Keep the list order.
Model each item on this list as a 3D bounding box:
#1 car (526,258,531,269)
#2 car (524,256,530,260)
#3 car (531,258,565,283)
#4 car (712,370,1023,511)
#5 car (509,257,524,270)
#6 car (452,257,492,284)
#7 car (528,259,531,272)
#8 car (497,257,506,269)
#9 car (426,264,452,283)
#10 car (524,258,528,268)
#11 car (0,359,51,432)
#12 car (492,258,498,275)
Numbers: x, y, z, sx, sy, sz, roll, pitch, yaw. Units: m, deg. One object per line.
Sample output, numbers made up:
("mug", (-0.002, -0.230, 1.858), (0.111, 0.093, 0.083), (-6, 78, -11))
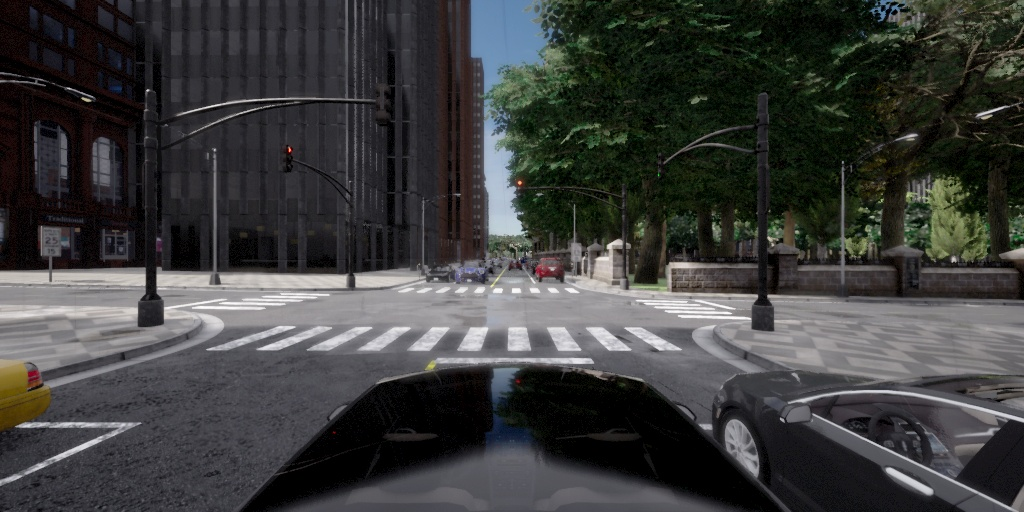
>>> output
("car", (3.101, 1.329, 44.776), (2.007, 1.370, 4.403), (0, 0, 0))
("car", (3.188, 1.231, 55.689), (1.967, 1.591, 4.097), (0, 0, 0))
("car", (2.972, 1.075, 28.408), (2.192, 1.841, 5.009), (0, 0, 0))
("car", (2.760, 1.300, 1.744), (2.007, 1.370, 4.403), (0, 0, 0))
("car", (0.507, 1.314, 53.336), (1.812, 1.442, 4.674), (0, 0, 0))
("car", (-2.903, 1.112, 26.869), (2.097, 1.767, 4.553), (0, 0, 0))
("car", (3.058, 1.338, 39.320), (1.948, 1.339, 4.313), (0, 0, 0))
("car", (-2.594, 1.286, 58.852), (2.128, 1.511, 4.902), (0, 0, 1))
("car", (-5.553, 1.326, 28.466), (1.948, 1.339, 4.313), (0, 0, 0))
("car", (3.145, 1.335, 50.233), (2.007, 1.370, 4.403), (0, 0, 0))
("car", (-5.766, 1.275, 1.632), (1.751, 1.417, 4.829), (0, 0, 0))
("car", (-2.807, 1.277, 38.975), (1.837, 1.490, 4.892), (0, 0, 1))
